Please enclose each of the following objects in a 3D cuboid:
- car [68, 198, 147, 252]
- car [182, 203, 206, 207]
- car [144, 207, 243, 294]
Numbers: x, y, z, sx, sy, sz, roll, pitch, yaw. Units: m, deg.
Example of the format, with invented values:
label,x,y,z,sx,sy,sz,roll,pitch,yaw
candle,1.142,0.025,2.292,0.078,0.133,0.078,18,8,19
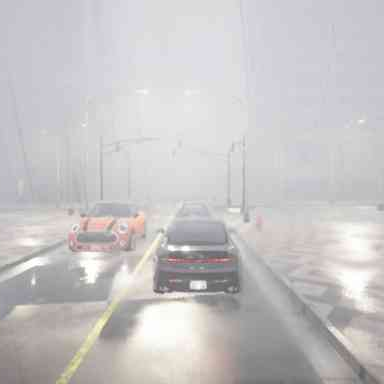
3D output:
label,x,y,z,sx,sy,sz,roll,pitch,yaw
car,-3.027,1.145,12.775,2.097,1.767,4.553,0,1,1
car,0.095,1.269,18.197,1.994,1.385,4.181,0,1,1
car,0.117,1.370,8.383,1.837,1.490,4.892,0,1,0
